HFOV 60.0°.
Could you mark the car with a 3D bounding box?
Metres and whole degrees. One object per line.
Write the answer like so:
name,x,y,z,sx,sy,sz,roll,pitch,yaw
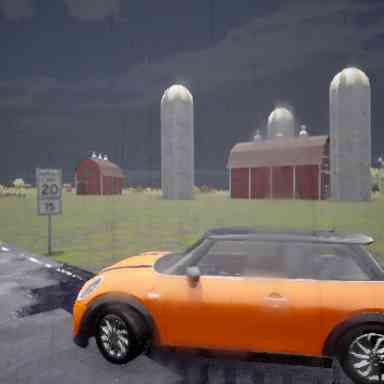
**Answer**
car,0.616,1.318,4.966,4.553,1.767,2.097,0,0,10
